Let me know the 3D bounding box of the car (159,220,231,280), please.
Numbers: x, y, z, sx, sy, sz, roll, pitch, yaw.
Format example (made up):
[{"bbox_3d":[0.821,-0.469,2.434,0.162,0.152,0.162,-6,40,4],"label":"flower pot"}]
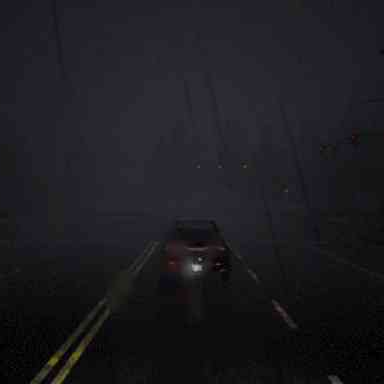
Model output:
[{"bbox_3d":[0.077,1.610,10.324,2.128,1.511,4.902,0,-1,0],"label":"car"}]

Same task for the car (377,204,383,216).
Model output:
[{"bbox_3d":[22.381,1.556,34.656,5.566,2.045,2.150,0,-1,0],"label":"car"}]
